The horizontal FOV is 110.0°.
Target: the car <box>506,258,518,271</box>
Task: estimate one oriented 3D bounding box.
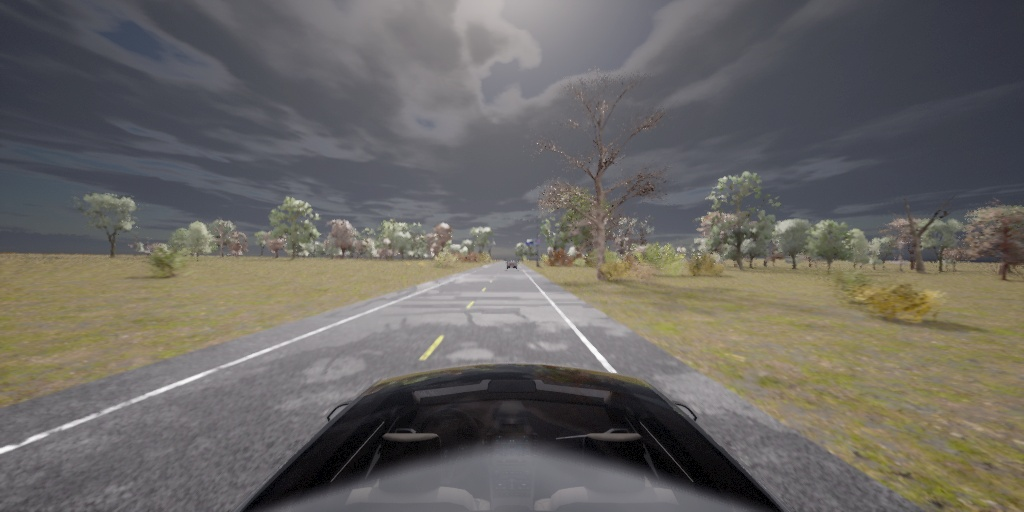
[{"bbox_3d":[-0.001,1.411,56.465,1.837,1.490,4.892,0,0,0],"label":"car"}]
